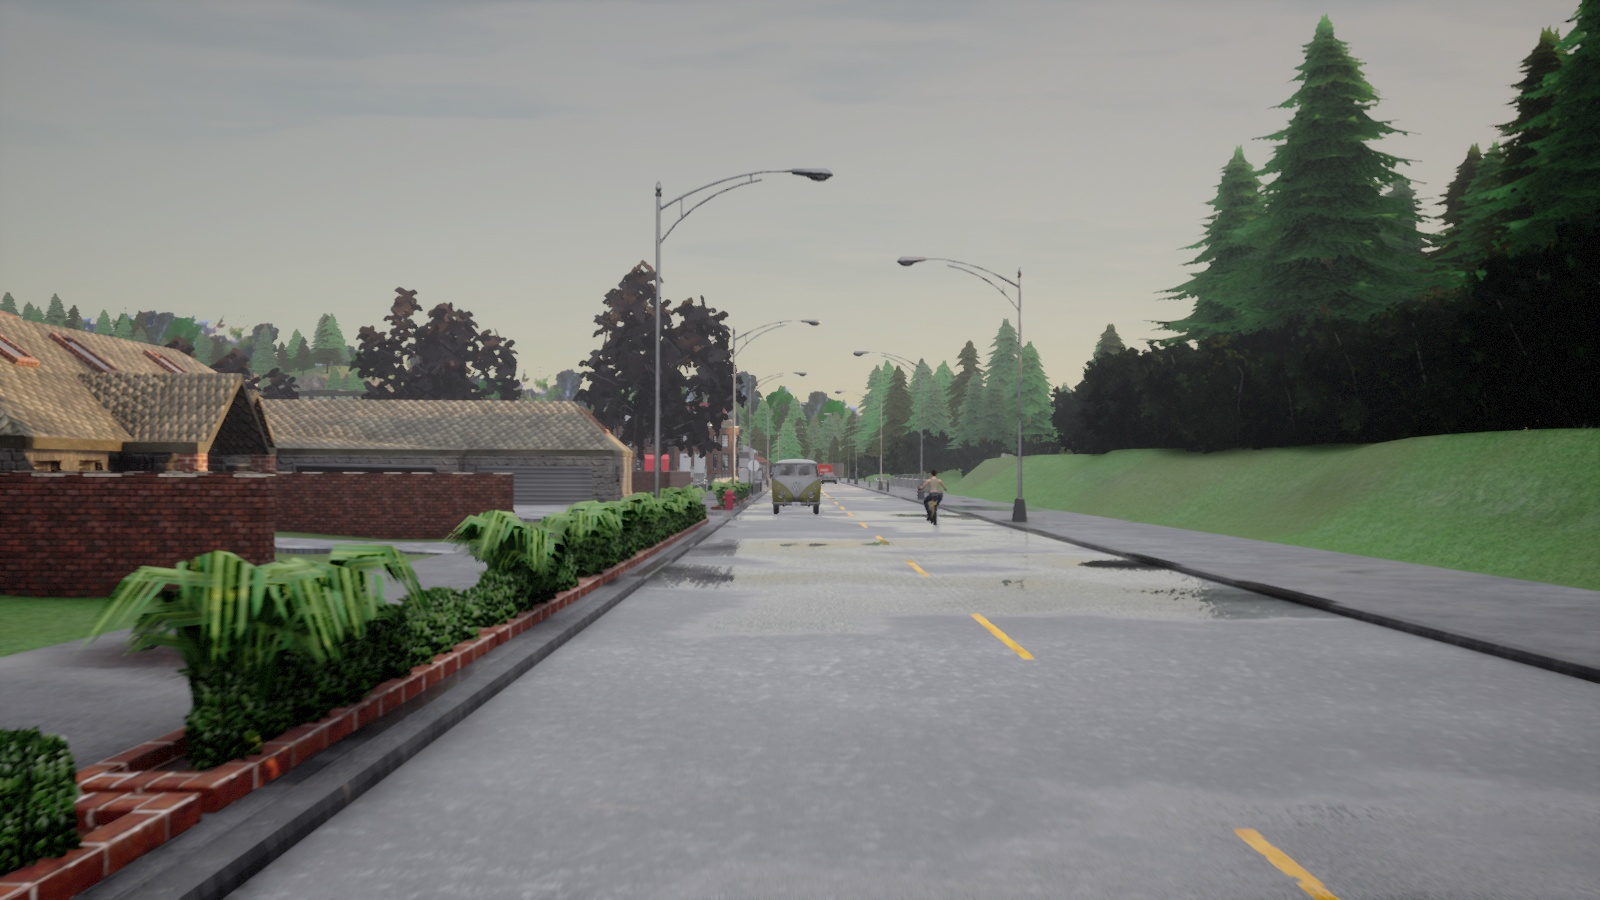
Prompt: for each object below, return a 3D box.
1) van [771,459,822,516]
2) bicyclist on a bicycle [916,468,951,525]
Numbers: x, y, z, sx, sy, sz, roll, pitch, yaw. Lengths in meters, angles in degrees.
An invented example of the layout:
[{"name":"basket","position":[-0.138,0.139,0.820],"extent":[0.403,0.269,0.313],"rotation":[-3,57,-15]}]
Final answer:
[{"name":"van","position":[-0.123,1.339,46.049],"extent":[1.775,1.987,4.442],"rotation":[0,-1,0]},{"name":"bicyclist on a bicycle","position":[3.903,1.351,36.785],"extent":[0.866,1.612,1.509],"rotation":[0,-1,0]}]
